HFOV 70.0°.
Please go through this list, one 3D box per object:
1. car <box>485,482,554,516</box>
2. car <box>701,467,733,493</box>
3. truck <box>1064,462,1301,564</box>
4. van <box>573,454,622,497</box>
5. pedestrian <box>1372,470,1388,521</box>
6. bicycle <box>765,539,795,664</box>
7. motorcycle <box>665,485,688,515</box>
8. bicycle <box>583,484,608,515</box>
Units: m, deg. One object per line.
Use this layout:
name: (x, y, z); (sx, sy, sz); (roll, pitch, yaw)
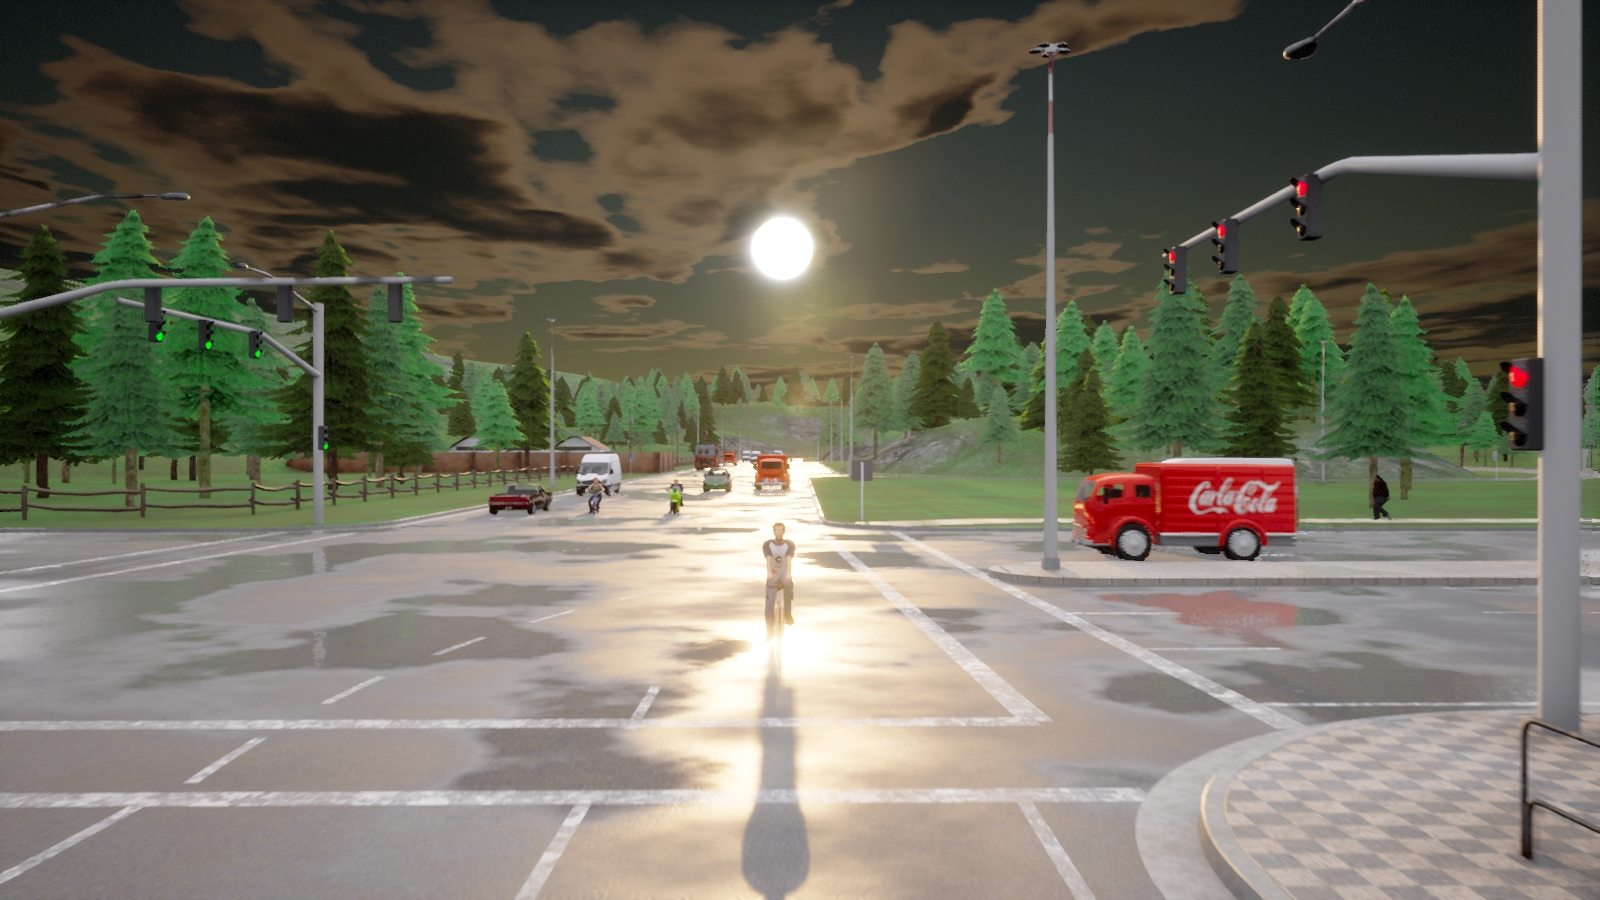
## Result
car: (-12.428, 2.153, 50.920); (1.895, 1.301, 4.718); (0, 0, 0)
car: (-5.471, 1.996, 75.826); (1.851, 1.617, 3.988); (0, 0, 0)
truck: (9.704, 1.569, 29.374); (5.204, 2.467, 2.627); (0, 0, -1)
van: (-12.463, 1.531, 70.776); (1.988, 2.561, 5.915); (0, 0, 0)
pedestrian: (21.637, 1.694, 42.634); (0.375, 1.860, 0.375); (0, 0, -2)
bicycle: (-0.289, 2.055, 15.835); (0.373, 1.496, 1.643); (0, 1, -2)
motorcycle: (-5.427, 2.184, 50.184); (0.803, 1.199, 2.033); (0, 0, 0)
bicycle: (-8.925, 2.155, 49.885); (0.859, 1.277, 1.487); (0, 0, 0)
